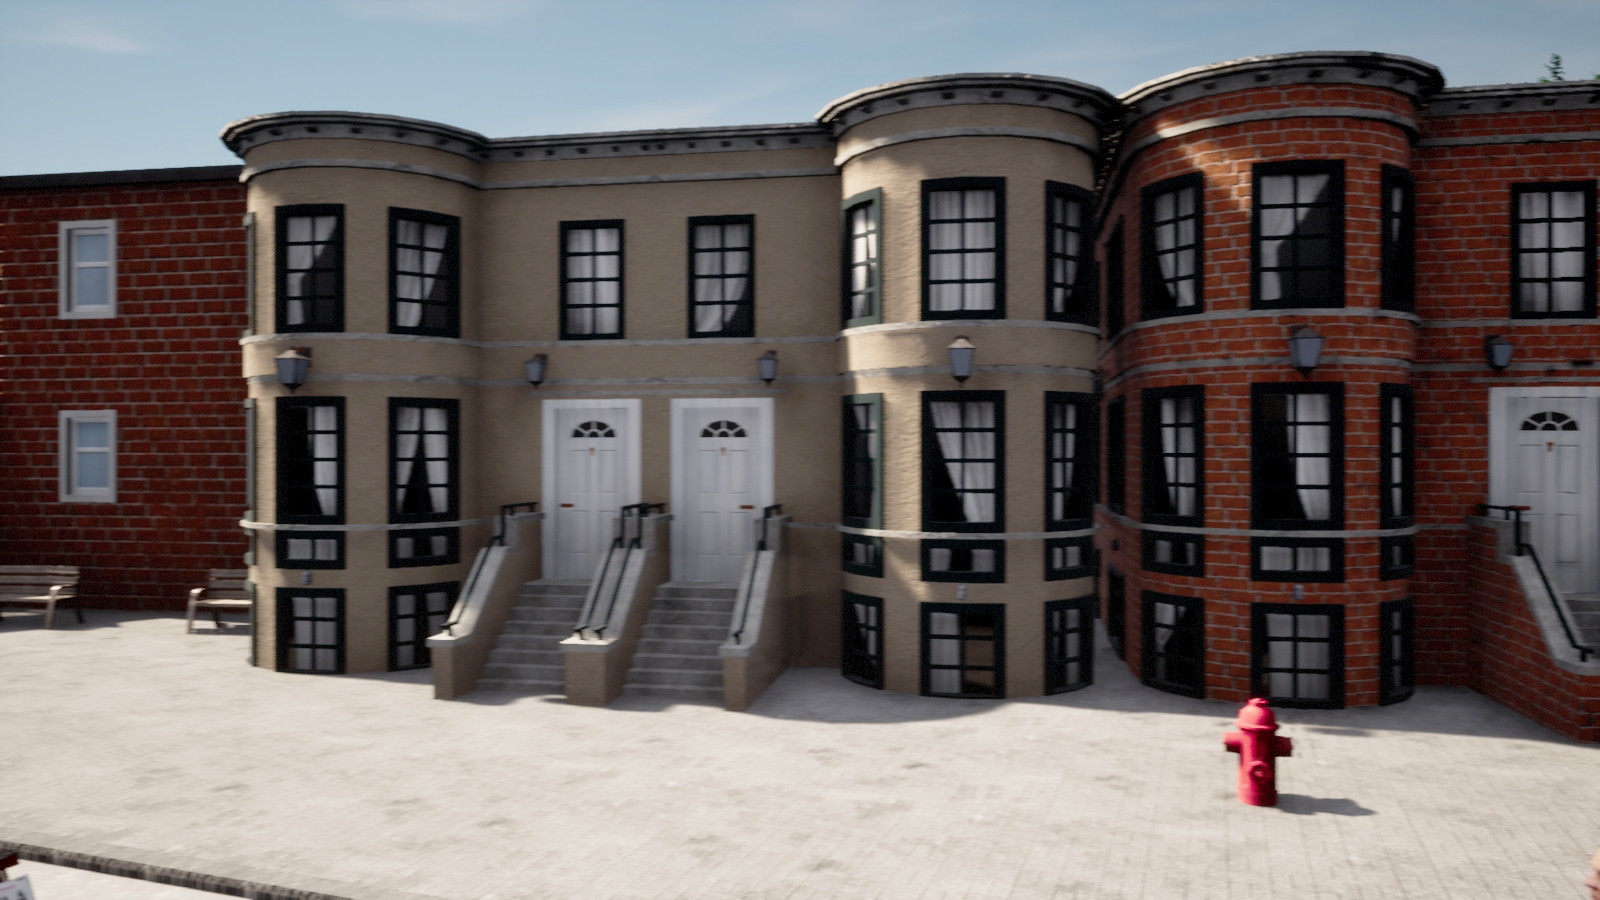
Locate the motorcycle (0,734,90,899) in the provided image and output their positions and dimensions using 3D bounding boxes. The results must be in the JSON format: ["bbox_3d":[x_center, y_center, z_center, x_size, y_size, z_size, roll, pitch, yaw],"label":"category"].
[{"bbox_3d":[-4.514,1.993,5.474,2.033,1.145,0.803,0,0,20],"label":"motorcycle"}]
